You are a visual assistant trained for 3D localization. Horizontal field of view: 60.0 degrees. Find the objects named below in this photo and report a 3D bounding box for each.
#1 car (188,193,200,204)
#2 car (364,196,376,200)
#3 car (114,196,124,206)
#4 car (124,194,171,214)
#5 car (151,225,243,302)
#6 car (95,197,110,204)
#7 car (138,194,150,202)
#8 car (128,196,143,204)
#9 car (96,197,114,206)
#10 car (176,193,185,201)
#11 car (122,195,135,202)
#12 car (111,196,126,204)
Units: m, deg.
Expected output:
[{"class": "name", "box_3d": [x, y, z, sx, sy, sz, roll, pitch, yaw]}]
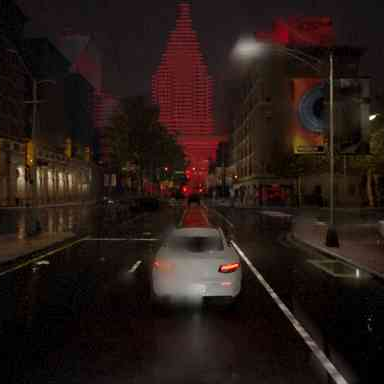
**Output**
[{"class": "car", "box_3d": [0.387, 1.221, 61.781, 2.150, 2.045, 5.566, 0, 0, 0]}, {"class": "car", "box_3d": [34.771, 1.481, 68.044, 2.231, 1.521, 4.892, 0, 0, 0]}, {"class": "car", "box_3d": [-11.313, 1.478, 56.753, 1.882, 1.535, 5.008, 0, 0, 0]}, {"class": "car", "box_3d": [-4.405, 1.352, 35.548, 4.553, 1.767, 2.097, 0, 0, -40]}, {"class": "car", "box_3d": [0.115, 1.526, 8.149, 1.812, 1.442, 4.674, 0, 0, 1]}, {"class": "car", "box_3d": [-17.930, 1.595, 66.904, 1.895, 1.301, 4.718, 0, 0, 0]}, {"class": "car", "box_3d": [-11.132, 1.355, 76.787, 2.097, 1.767, 4.553, 0, 0, 0]}, {"class": "car", "box_3d": [-11.201, 1.547, 66.567, 2.033, 1.411, 5.357, 0, 0, 1]}, {"class": "car", "box_3d": [-14.812, 1.547, 56.819, 2.033, 1.411, 5.357, 0, 0, 0]}, {"class": "car", "box_3d": [-3.085, 1.218, 86.476, 2.150, 2.045, 5.566, 0, 0, 0]}, {"class": "car", "box_3d": [-14.633, 1.478, 76.772, 1.882, 1.535, 5.008, 0, 0, 0]}, {"class": "car", "box_3d": [-14.699, 1.505, 66.358, 1.837, 1.490, 4.892, 0, 0, 1]}]
